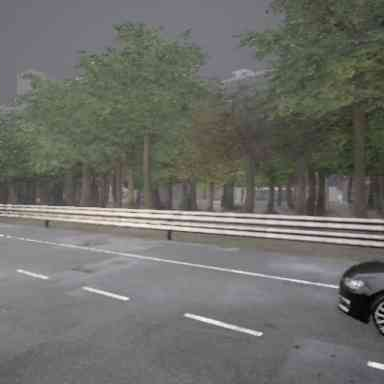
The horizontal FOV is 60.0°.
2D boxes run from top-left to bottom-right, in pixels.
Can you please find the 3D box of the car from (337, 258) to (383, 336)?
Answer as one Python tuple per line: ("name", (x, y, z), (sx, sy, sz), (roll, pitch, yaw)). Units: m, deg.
("car", (4.761, 1.493, 4.773), (4.902, 1.511, 2.128), (0, 0, 35))
